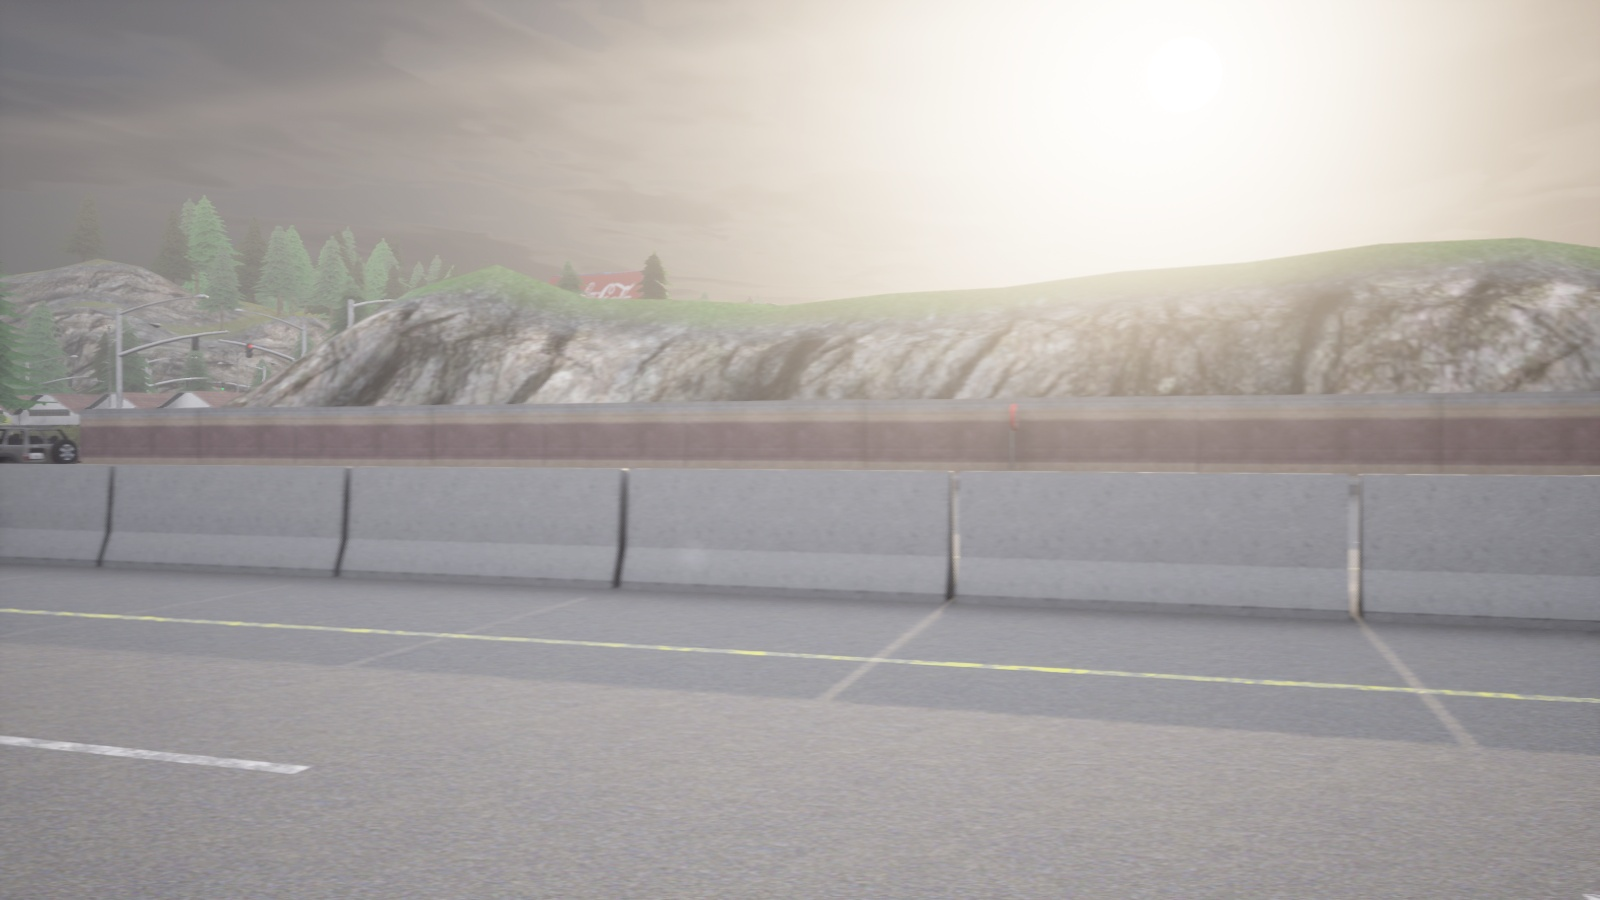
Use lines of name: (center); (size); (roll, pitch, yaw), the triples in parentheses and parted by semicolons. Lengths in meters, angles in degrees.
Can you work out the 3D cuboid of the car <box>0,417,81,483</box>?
car: (-23.814, -0.042, 37.054); (4.605, 1.855, 1.932); (1, 1, 18)
